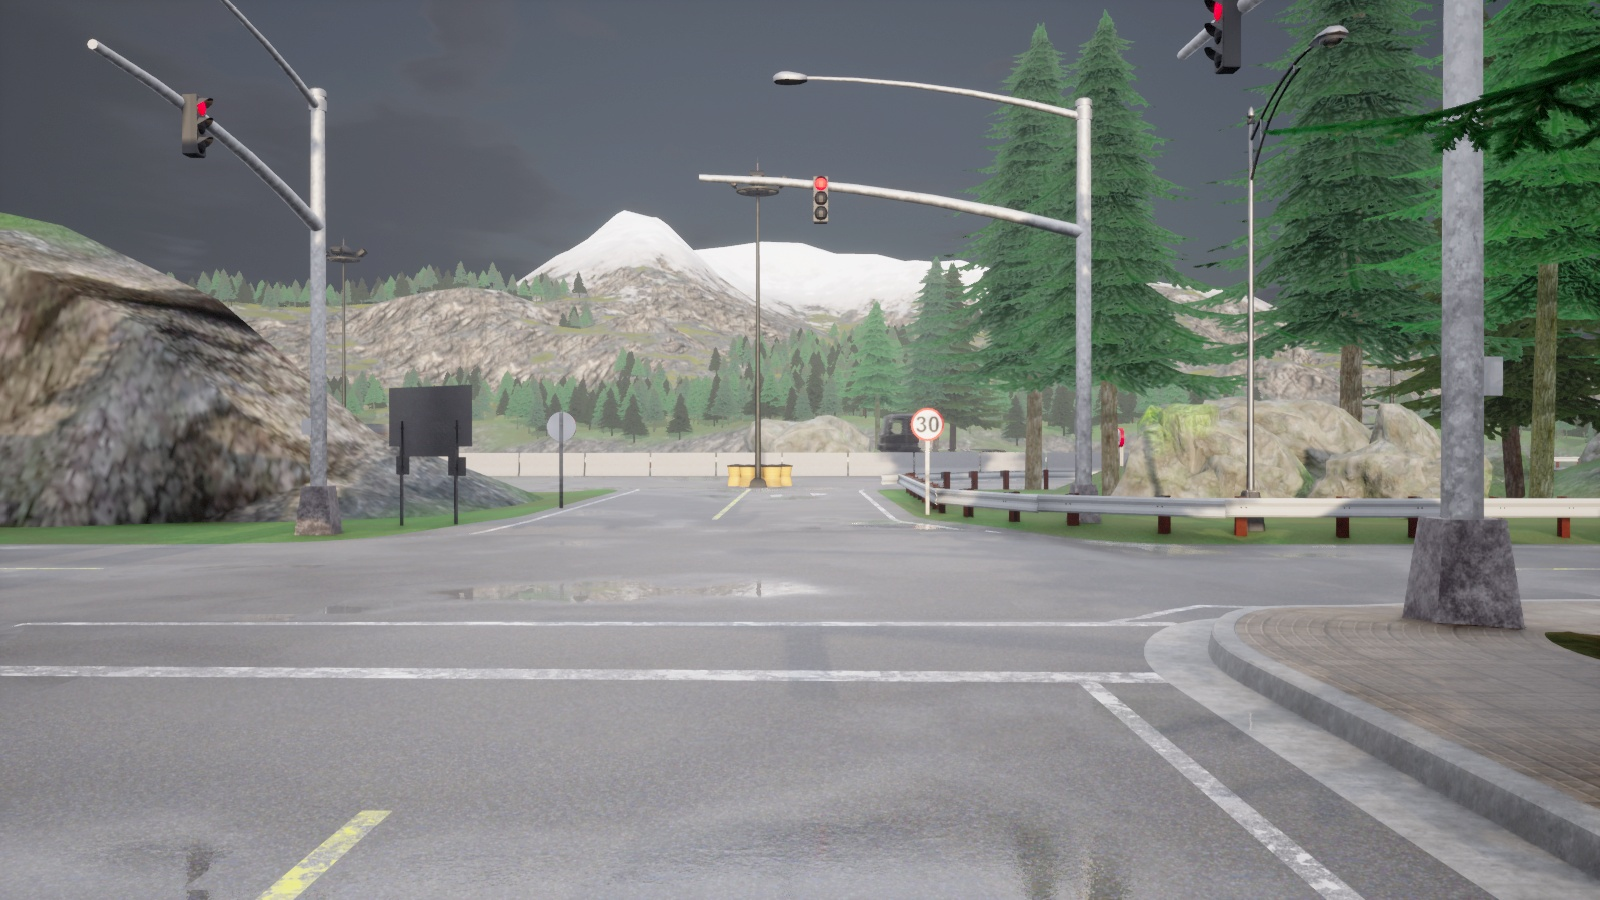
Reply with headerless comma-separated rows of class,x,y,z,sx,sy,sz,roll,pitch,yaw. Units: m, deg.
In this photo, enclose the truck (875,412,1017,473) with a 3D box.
truck,8.423,-0.445,73.115,7.936,3.462,2.891,0,0,0
